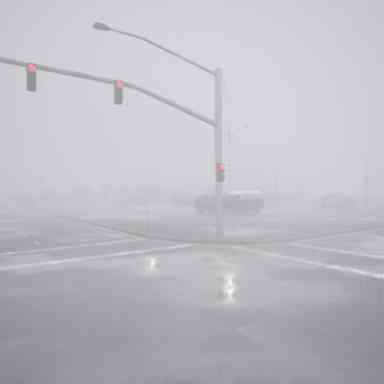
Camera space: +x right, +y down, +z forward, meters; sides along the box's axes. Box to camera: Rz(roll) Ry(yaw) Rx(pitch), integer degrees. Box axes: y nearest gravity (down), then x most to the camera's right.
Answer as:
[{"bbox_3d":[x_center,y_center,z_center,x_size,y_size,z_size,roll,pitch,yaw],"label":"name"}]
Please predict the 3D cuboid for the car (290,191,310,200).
[{"bbox_3d":[22.944,0.656,69.396,3.866,1.878,1.905,-1,0,-35],"label":"car"}]

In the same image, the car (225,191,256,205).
[{"bbox_3d":[8.650,0.807,59.266,4.605,1.855,1.932,-1,0,-35],"label":"car"}]

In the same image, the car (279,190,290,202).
[{"bbox_3d":[21.284,0.895,71.768,3.806,1.475,1.970,-1,0,-35],"label":"car"}]

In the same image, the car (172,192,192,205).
[{"bbox_3d":[-0.445,0.942,46.040,4.605,1.855,1.932,-1,0,-35],"label":"car"}]

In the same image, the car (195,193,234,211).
[{"bbox_3d":[2.818,1.185,41.515,3.806,1.475,1.970,-1,0,-35],"label":"car"}]

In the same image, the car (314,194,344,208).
[{"bbox_3d":[18.479,1.054,45.521,3.806,1.475,1.970,-1,0,-35],"label":"car"}]

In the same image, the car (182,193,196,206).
[{"bbox_3d":[1.147,1.153,43.879,3.905,1.438,1.784,-1,0,-35],"label":"car"}]
